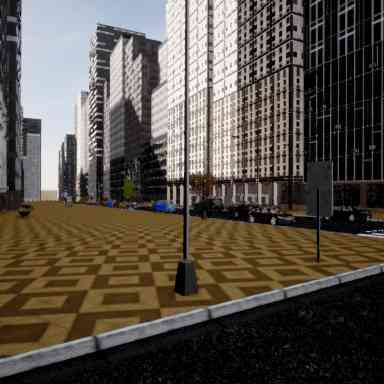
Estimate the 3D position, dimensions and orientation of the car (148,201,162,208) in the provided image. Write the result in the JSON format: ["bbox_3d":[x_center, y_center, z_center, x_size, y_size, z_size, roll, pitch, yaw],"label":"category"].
[{"bbox_3d":[-8.366,2.809,75.147,1.802,1.307,4.206,-1,-1,-26],"label":"car"}]

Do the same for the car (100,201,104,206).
[{"bbox_3d":[-23.248,3.053,86.698,1.887,1.381,4.507,-1,-1,-26],"label":"car"}]

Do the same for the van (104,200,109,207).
[{"bbox_3d":[-18.362,2.635,76.571,1.690,1.788,3.998,-1,-1,-26],"label":"van"}]

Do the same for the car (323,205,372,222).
[{"bbox_3d":[13.638,1.854,29.562,2.008,1.369,4.403,-1,-1,-26],"label":"car"}]

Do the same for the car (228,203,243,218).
[{"bbox_3d":[5.828,1.885,32.450,1.837,1.490,4.892,0,-1,-26],"label":"car"}]

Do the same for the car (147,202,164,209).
[{"bbox_3d":[-7.407,2.672,67.220,1.895,1.301,4.718,0,-1,-26],"label":"car"}]

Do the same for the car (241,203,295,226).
[{"bbox_3d":[6.092,1.814,25.919,2.008,1.369,4.403,-1,-1,-26],"label":"car"}]

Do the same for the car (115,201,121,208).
[{"bbox_3d":[-13.396,2.602,66.287,1.752,1.417,4.829,-1,-1,-26],"label":"car"}]

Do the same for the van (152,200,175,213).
[{"bbox_3d":[-3.693,2.005,46.183,1.690,1.788,3.998,-1,-1,-26],"label":"van"}]

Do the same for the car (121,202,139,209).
[{"bbox_3d":[-11.024,2.525,61.374,2.008,1.369,4.403,-1,-1,-26],"label":"car"}]

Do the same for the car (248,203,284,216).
[{"bbox_3d":[8.748,2.068,39.692,1.947,1.339,4.313,-1,-1,-26],"label":"car"}]

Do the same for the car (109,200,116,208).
[{"bbox_3d":[-15.914,2.731,71.505,1.887,1.381,4.507,-1,-1,-26],"label":"car"}]

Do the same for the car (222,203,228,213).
[{"bbox_3d":[6.303,2.168,44.757,1.947,1.339,4.313,-1,-1,-26],"label":"car"}]

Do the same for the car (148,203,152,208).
[{"bbox_3d":[-5.088,2.385,55.258,2.033,1.411,5.357,0,-1,-25],"label":"car"}]

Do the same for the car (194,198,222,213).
[{"bbox_3d":[2.320,1.880,47.078,2.150,2.045,5.566,0,-1,-26],"label":"car"}]
